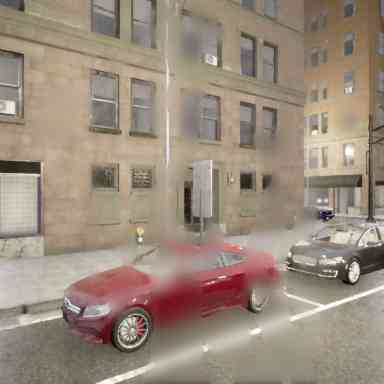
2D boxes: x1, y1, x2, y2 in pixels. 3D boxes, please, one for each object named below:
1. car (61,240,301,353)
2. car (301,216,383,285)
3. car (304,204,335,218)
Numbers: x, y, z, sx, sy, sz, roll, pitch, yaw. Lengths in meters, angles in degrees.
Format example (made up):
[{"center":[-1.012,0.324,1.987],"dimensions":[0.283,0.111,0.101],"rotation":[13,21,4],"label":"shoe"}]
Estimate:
[{"center":[-0.145,1.582,6.076],"dimensions":[4.206,1.307,1.802],"rotation":[0,0,-35],"label":"car"},{"center":[4.486,1.550,9.367],"dimensions":[4.403,1.369,2.008],"rotation":[0,0,-35],"label":"car"},{"center":[8.261,1.516,25.181],"dimensions":[1.895,1.301,4.718],"rotation":[0,0,-35],"label":"car"}]
